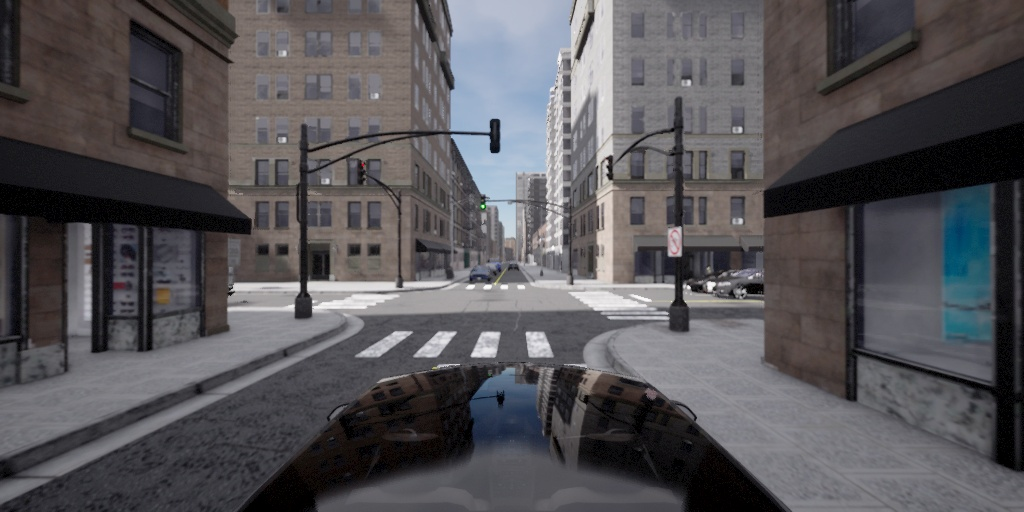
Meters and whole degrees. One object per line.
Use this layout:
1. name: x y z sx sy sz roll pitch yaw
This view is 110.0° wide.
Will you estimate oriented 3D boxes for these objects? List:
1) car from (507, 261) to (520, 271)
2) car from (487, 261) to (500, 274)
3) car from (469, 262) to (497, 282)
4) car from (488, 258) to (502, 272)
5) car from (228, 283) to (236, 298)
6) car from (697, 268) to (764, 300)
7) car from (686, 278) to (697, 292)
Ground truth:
1. car: 0.242 1.733 60.512 1.837 1.490 4.892 0 0 0
2. car: -2.748 1.599 43.178 1.812 1.442 4.674 0 0 0
3. car: -2.775 1.535 32.890 2.033 1.411 5.357 0 0 0
4. car: -2.713 1.385 53.513 2.150 2.045 5.566 0 -1 0
5. car: -14.640 1.442 15.271 4.718 1.301 1.895 0 0 3
6. car: 12.515 1.369 18.221 4.902 1.511 2.128 0 0 0
7. car: 12.412 1.454 20.754 4.313 1.339 1.948 0 0 0
